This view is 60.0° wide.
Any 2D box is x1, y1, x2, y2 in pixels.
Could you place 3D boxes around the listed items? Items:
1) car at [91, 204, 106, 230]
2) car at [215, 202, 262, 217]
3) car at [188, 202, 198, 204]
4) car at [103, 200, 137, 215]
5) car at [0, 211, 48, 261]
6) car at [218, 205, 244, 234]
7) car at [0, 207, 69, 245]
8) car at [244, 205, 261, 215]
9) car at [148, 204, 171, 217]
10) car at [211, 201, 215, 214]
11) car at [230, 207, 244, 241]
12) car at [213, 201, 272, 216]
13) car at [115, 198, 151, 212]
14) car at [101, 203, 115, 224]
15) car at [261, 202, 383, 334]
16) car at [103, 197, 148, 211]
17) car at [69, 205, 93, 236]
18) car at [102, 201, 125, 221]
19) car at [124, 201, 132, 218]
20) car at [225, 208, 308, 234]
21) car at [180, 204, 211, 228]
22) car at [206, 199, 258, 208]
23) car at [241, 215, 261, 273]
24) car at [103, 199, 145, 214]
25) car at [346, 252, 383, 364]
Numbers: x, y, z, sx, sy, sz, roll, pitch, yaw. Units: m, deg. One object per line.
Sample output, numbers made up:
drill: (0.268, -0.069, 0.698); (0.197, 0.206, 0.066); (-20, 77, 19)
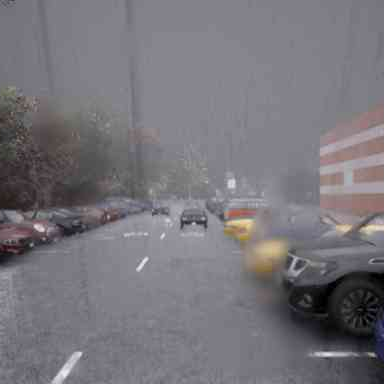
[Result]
car: (-8.135, 1.670, 20.189); (5.008, 1.535, 2.097); (0, -1, 0)
car: (4.474, 1.756, 26.023); (4.792, 1.488, 2.163); (0, -1, 0)
car: (0.147, 1.952, 42.080); (1.994, 1.385, 4.181); (0, -1, 0)
car: (-8.114, 1.779, 31.608); (4.892, 1.521, 2.231); (0, 0, 0)
car: (-8.145, 1.591, 11.719); (5.008, 1.535, 2.097); (0, -1, 0)
car: (4.249, 1.644, 17.547); (5.366, 1.575, 1.946); (0, -1, 0)
car: (-8.167, 1.492, 14.543); (4.553, 1.767, 2.185); (0, -1, 0)
car: (4.397, 1.468, 11.896); (4.553, 1.767, 2.185); (0, -1, 0)
car: (-3.305, 1.939, 36.104); (1.895, 1.301, 4.718); (0, -1, 0)
car: (4.453, 1.820, 31.674); (4.674, 1.452, 2.002); (0, -1, 0)
car: (4.617, 1.617, 14.720); (5.366, 1.575, 1.946); (0, -1, 0)
car: (4.445, 1.793, 28.848); (4.674, 1.452, 2.002); (0, -1, 0)
car: (-8.044, 1.763, 45.735); (4.553, 1.767, 2.185); (0, -1, 0)
car: (-8.156, 1.728, 23.136); (4.792, 1.488, 2.163); (0, 0, 0)
car: (4.394, 1.289, 6.246); (5.566, 2.045, 2.435); (0, -1, 0)
car: (-8.085, 1.600, 39.957); (5.566, 2.045, 2.435); (0, -1, 0)
car: (-8.128, 1.644, 17.365); (5.008, 1.535, 2.097); (0, -1, 0)
car: (-8.119, 1.725, 25.961); (5.008, 1.535, 2.097); (0, 0, 0)
car: (-8.116, 1.751, 28.784); (5.008, 1.535, 2.097); (0, -1, 0)
car: (4.441, 1.714, 20.371); (4.674, 1.452, 2.002); (0, -1, 0)
car: (0.128, 1.831, 24.321); (1.895, 1.301, 4.718); (0, -1, 0)
car: (4.462, 1.830, 37.325); (5.008, 1.535, 2.097); (0, 0, 0)
car: (4.240, 1.564, 9.070); (5.366, 1.575, 1.946); (0, -1, 0)
car: (-8.122, 1.829, 37.255); (4.892, 1.521, 2.231); (0, -1, 0)
car: (4.416, 1.554, 3.418); (4.674, 1.452, 2.002); (0, -1, 0)
